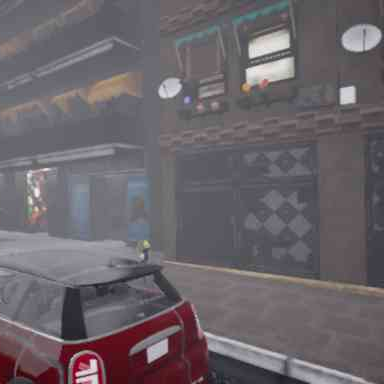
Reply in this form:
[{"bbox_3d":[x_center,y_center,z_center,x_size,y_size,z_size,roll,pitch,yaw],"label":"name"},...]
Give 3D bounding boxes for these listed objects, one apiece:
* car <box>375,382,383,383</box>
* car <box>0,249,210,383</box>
[{"bbox_3d":[2.613,1.548,0.880,4.507,1.381,1.887,0,-1,36],"label":"car"},{"bbox_3d":[-1.886,1.434,4.099,4.097,1.590,1.967,0,-1,36],"label":"car"}]
